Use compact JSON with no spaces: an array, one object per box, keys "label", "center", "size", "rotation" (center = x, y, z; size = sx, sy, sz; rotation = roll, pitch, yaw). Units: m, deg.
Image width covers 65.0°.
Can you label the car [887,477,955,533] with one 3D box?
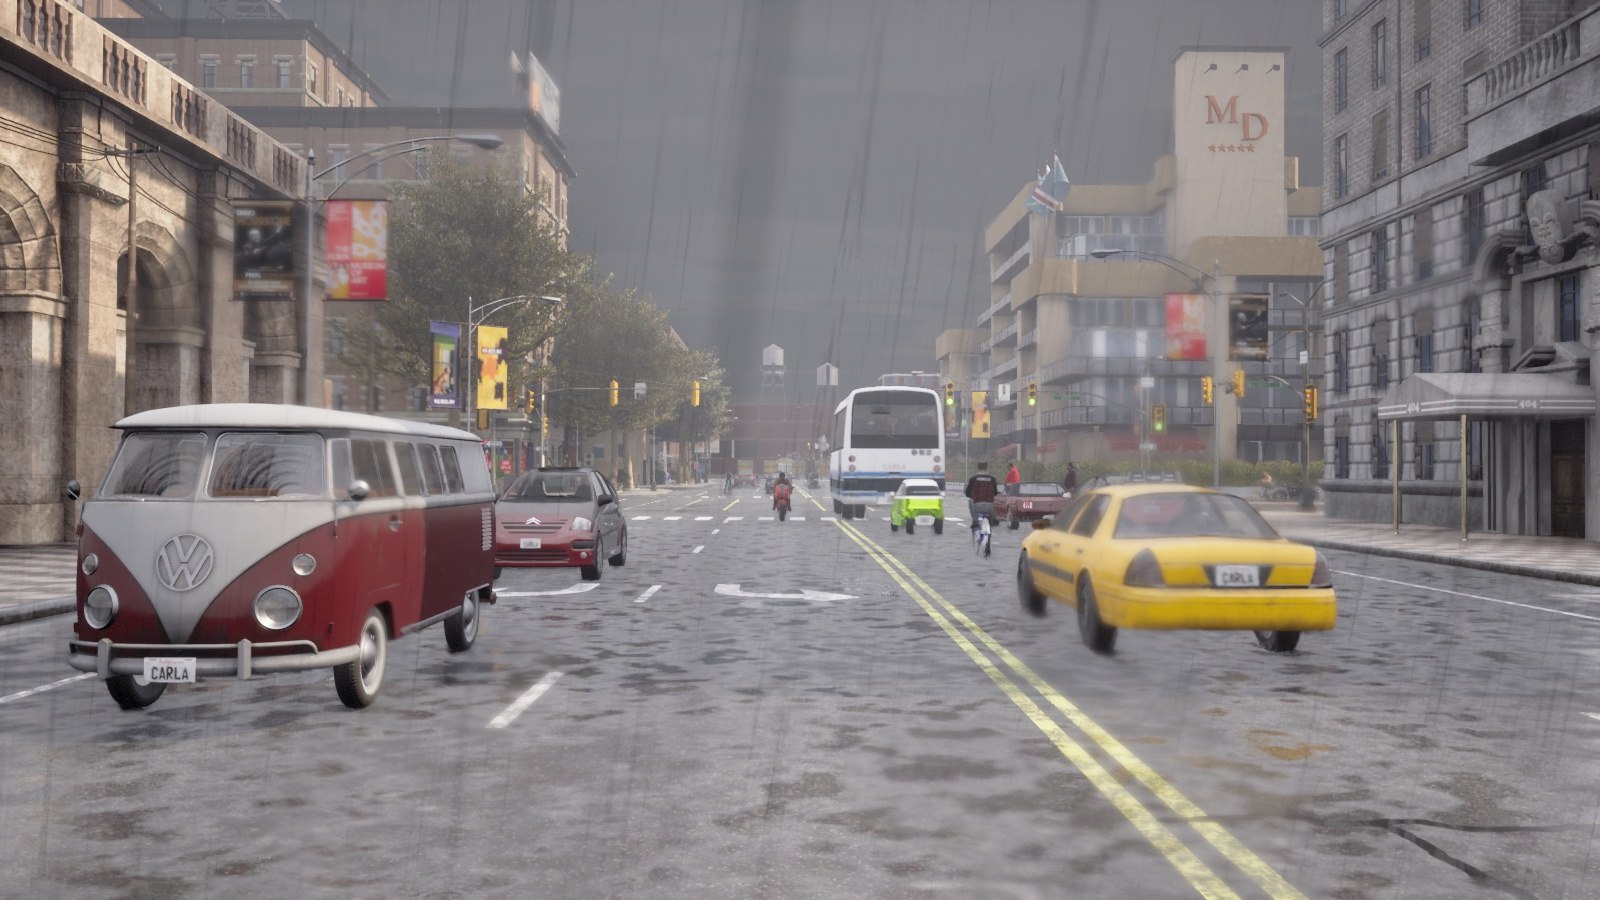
[{"label":"car","center":[3.098,1.400,32.455],"size":[1.481,1.376,2.207],"rotation":[0,-1,-1]}]

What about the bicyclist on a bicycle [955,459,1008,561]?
[{"label":"bicyclist on a bicycle","center":[3.271,1.054,22.795],"size":[0.659,1.776,1.843],"rotation":[0,-1,-1]}]

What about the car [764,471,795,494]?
[{"label":"car","center":[-1.442,2.247,87.812],"size":[2.128,1.511,4.902],"rotation":[0,-1,-1]}]

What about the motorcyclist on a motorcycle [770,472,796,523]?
[{"label":"motorcyclist on a motorcycle","center":[-0.536,1.449,38.789],"size":[0.797,1.523,2.044],"rotation":[0,-1,-1]}]

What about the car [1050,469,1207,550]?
[{"label":"car","center":[6.719,1.174,26.231],"size":[2.007,1.525,4.514],"rotation":[0,-1,-1]}]

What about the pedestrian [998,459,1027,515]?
[{"label":"pedestrian","center":[7.029,1.211,41.618],"size":[0.899,1.844,0.634],"rotation":[0,-1,7]}]

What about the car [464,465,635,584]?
[{"label":"car","center":[-3.690,1.049,19.162],"size":[1.851,1.617,3.988],"rotation":[0,-1,-1]}]

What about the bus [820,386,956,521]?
[{"label":"bus","center":[2.859,0.178,44.837],"size":[3.944,4.253,10.273],"rotation":[0,-1,-1]}]

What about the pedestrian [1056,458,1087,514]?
[{"label":"pedestrian","center":[8.966,1.183,41.497],"size":[0.899,1.844,0.634],"rotation":[0,-1,6]}]

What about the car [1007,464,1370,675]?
[{"label":"car","center":[3.372,0.944,12.151],"size":[1.801,1.575,5.366],"rotation":[0,-1,0]}]

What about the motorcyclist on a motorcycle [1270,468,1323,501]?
[{"label":"motorcyclist on a motorcycle","center":[24.891,1.721,62.998],"size":[2.350,1.649,0.766],"rotation":[0,-1,-1]}]

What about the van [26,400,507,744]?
[{"label":"van","center":[-3.607,0.741,9.502],"size":[1.775,1.987,4.442],"rotation":[0,-1,-1]}]

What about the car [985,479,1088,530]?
[{"label":"car","center":[6.547,1.479,35.251],"size":[1.895,1.301,4.718],"rotation":[0,-1,-1]}]
